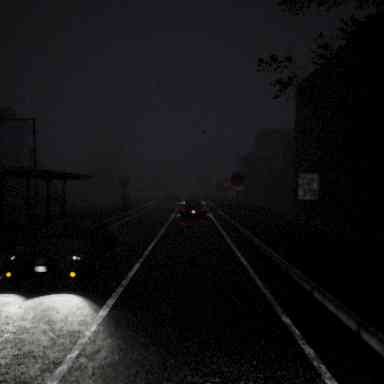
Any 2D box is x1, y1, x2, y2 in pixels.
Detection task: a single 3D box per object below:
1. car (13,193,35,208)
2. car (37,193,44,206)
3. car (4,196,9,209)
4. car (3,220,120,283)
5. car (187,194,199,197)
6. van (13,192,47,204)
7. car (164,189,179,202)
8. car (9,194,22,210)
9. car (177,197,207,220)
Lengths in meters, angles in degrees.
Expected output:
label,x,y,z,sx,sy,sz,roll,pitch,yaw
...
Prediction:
label,x,y,z,sx,sy,sz,roll,pitch,yaw
car,-21.912,1.205,39.678,5.366,1.575,1.946,0,0,0
car,-22.130,1.220,42.456,4.792,1.488,2.163,0,0,0
car,-22.087,1.246,34.129,4.892,1.521,2.231,0,0,0
car,-3.345,1.499,9.332,1.994,1.385,4.181,0,0,0
car,0.114,1.003,41.633,1.812,1.442,4.674,0,4,0
van,-21.986,0.947,45.227,4.442,1.987,1.878,0,0,0
car,-3.225,0.581,53.610,2.150,2.045,5.566,0,1,0
car,-22.125,1.256,36.904,4.792,1.488,2.163,0,0,0
car,0.112,1.355,25.468,1.994,1.385,4.181,0,1,0
